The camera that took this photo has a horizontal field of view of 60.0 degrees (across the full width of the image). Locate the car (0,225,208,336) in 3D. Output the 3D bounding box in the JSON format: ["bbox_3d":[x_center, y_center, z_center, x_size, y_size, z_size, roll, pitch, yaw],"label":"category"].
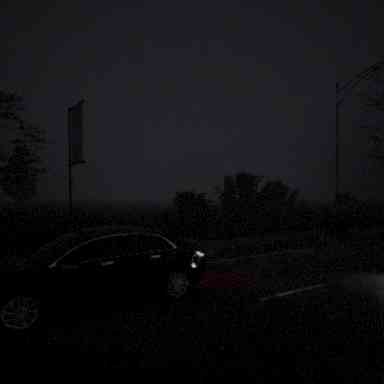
[{"bbox_3d":[-1.950,1.491,6.739,4.892,1.490,1.837,0,0,-34],"label":"car"}]
